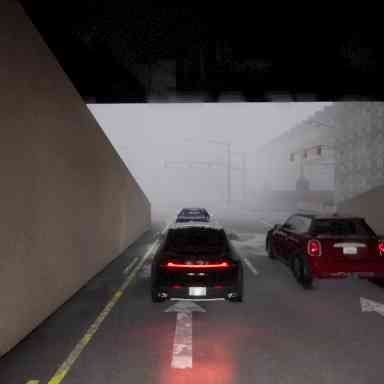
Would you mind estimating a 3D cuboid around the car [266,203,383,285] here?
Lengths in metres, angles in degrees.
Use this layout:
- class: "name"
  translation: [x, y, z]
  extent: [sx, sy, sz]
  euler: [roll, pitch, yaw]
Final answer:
- class: "car"
  translation: [3.601, 1.351, 9.683]
  extent: [2.097, 1.767, 4.553]
  euler: [0, 0, 0]

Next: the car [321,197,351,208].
- class: "car"
  translation: [17.652, 1.294, 40.623]
  extent: [4.536, 1.218, 1.853]
  euler: [0, 0, -45]

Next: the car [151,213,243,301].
- class: "car"
  translation: [0.106, 1.505, 8.294]
  extent: [1.837, 1.490, 4.892]
  euler: [0, 0, 0]

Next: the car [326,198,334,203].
- class: "car"
  translation: [17.615, 1.452, 40.586]
  extent: [4.974, 1.542, 2.038]
  euler: [0, 0, -45]

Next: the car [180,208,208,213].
- class: "car"
  translation: [0.101, 1.547, 18.039]
  extent: [2.033, 1.411, 5.357]
  euler: [0, 0, 3]
